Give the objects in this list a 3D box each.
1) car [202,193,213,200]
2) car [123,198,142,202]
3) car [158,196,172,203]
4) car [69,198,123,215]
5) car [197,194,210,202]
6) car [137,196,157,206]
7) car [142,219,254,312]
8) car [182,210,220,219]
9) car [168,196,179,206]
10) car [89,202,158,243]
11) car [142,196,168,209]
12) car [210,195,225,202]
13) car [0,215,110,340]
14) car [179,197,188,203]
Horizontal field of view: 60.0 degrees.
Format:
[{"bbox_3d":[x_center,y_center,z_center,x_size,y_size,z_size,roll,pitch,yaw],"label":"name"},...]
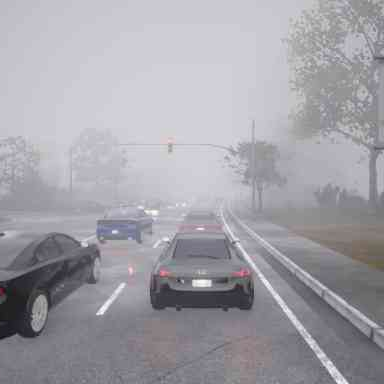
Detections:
[{"bbox_3d":[3.958,1.203,84.577,2.097,1.767,4.553,0,0,10],"label":"car"},{"bbox_3d":[-8.572,1.490,43.477,2.128,1.511,4.902,0,0,5],"label":"car"},{"bbox_3d":[-5.566,1.562,69.140,1.994,1.385,4.181,0,0,8],"label":"car"},{"bbox_3d":[-9.741,1.505,33.271,4.892,1.490,1.837,0,0,-4],"label":"car"},{"bbox_3d":[2.283,1.469,74.376,1.882,1.535,5.008,0,0,9],"label":"car"},{"bbox_3d":[-7.377,1.490,55.288,2.128,1.511,4.902,0,0,7],"label":"car"},{"bbox_3d":[0.216,1.564,7.817,1.994,1.385,4.181,0,0,1],"label":"car"},{"bbox_3d":[0.440,1.563,16.218,1.994,1.385,4.181,0,0,2],"label":"car"},{"bbox_3d":[-3.909,1.503,54.831,1.837,1.490,4.892,0,0,7],"label":"car"},{"bbox_3d":[-3.068,1.477,16.054,1.882,1.535,5.008,0,0,2],"label":"car"},{"bbox_3d":[-4.960,1.490,44.558,2.128,1.511,4.902,0,0,5],"label":"car"},{"bbox_3d":[5.813,1.470,74.296,1.882,1.535,5.008,0,0,9],"label":"car"},{"bbox_3d":[-3.303,1.477,6.655,1.882,1.535,5.008,0,0,1],"label":"car"},{"bbox_3d":[-1.998,1.599,69.367,1.895,1.301,4.718,0,0,8],"label":"car"}]
